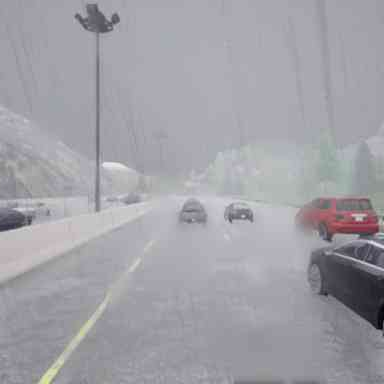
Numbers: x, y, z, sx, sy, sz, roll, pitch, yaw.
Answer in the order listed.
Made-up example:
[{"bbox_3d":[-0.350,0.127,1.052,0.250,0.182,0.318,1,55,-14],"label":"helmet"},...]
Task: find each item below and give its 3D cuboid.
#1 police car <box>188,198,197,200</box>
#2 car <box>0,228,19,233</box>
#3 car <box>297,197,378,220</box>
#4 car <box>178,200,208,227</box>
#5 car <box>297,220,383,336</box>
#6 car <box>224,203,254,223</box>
[{"bbox_3d":[0.075,1.554,41.935,2.038,1.542,4.974,0,0,0],"label":"police car"},{"bbox_3d":[-10.609,1.628,17.997,1.895,1.301,4.718,0,0,0],"label":"car"},{"bbox_3d":[7.102,1.237,16.773,2.150,2.045,5.566,0,0,0],"label":"car"},{"bbox_3d":[0.088,1.518,22.716,2.128,1.511,4.902,0,0,0],"label":"car"},{"bbox_3d":[3.588,1.496,5.771,2.128,1.511,4.902,0,0,0],"label":"car"},{"bbox_3d":[3.587,1.554,25.740,1.812,1.442,4.674,0,0,0],"label":"car"}]
